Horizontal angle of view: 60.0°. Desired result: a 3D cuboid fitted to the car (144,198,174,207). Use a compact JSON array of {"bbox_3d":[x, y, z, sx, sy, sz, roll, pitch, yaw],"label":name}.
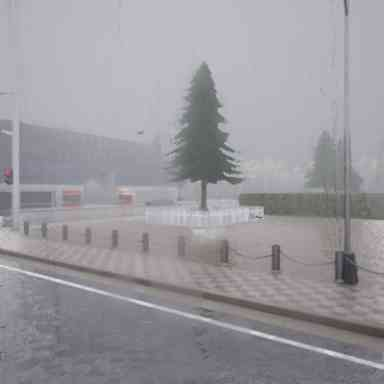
[{"bbox_3d":[-5.033,1.575,51.835,2.033,1.411,5.357,0,0,36],"label":"car"}]
